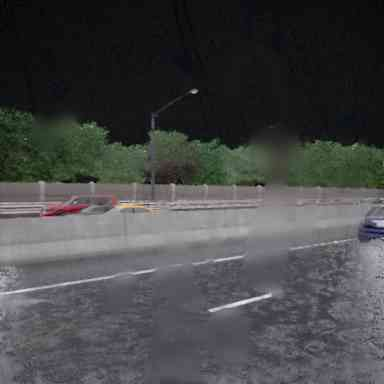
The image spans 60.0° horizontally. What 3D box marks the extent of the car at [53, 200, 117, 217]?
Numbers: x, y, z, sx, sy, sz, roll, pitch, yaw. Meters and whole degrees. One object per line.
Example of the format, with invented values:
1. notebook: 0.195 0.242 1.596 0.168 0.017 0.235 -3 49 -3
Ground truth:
1. car: -5.939 1.502 21.252 4.892 1.490 1.837 0 0 -36

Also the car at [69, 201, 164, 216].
1. car: -3.830 1.475 18.457 5.008 1.535 1.882 0 0 -35

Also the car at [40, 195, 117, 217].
1. car: -7.958 1.218 24.098 5.566 2.045 2.150 0 0 -36

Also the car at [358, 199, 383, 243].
1. car: 9.393 1.355 14.746 4.553 1.767 2.097 0 0 -35
